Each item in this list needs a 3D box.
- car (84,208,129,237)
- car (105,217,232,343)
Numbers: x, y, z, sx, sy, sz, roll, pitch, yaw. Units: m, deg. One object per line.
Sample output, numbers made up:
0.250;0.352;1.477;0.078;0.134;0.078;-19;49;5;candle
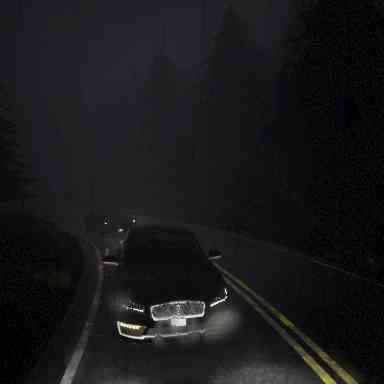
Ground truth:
-4.643;1.613;18.565;1.895;1.301;4.718;-3;1;-29;car
-0.648;1.495;6.830;1.837;1.490;4.892;-1;0;-11;car
